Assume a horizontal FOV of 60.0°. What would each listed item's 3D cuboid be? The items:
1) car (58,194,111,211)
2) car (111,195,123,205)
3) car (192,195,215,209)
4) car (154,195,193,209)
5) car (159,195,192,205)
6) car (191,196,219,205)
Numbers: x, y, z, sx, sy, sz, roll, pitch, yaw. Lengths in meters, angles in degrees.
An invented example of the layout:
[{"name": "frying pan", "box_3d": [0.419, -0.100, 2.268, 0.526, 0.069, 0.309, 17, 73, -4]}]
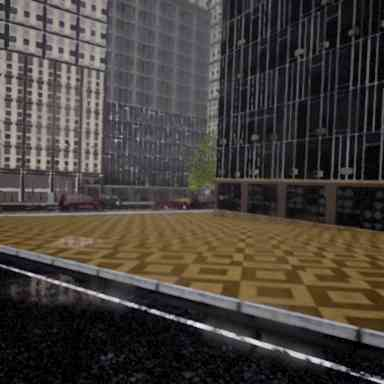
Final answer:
[{"name": "car", "box_3d": [-12.004, 1.121, 36.403, 5.009, 1.841, 2.192, 1, 2, -34]}, {"name": "car", "box_3d": [-11.779, 1.104, 46.112, 4.403, 1.369, 2.008, 1, 2, -34]}, {"name": "car", "box_3d": [2.029, 1.357, 46.008, 5.009, 1.841, 2.192, 1, 2, -34]}, {"name": "car", "box_3d": [-2.657, 1.508, 42.813, 4.507, 1.381, 1.887, 1, 2, -34]}, {"name": "car", "box_3d": [-2.563, 1.233, 52.418, 4.829, 1.417, 1.752, 1, 2, -34]}, {"name": "car", "box_3d": [2.254, 1.355, 55.717, 4.313, 1.339, 1.947, 1, 2, -34]}]
